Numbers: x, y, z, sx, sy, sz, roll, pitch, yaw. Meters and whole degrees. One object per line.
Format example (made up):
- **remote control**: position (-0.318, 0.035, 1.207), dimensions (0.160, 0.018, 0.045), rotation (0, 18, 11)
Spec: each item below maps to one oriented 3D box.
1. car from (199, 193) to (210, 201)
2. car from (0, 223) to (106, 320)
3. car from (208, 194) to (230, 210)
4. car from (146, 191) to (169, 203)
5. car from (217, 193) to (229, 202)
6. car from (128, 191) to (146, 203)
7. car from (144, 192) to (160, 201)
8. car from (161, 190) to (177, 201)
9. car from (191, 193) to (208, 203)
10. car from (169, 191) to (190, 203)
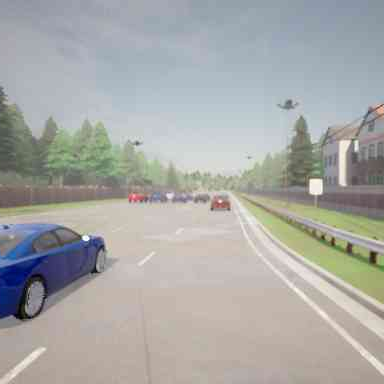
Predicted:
- **car**: position (2.533, 1.009, 64.984), dimensions (1.837, 1.490, 4.892), rotation (0, 0, 6)
- **car**: position (-3.494, 1.415, 7.269), dimensions (1.882, 1.535, 5.008), rotation (0, 0, 6)
- **car**: position (3.217, 1.067, 37.317), dimensions (2.097, 1.767, 4.553), rotation (0, 0, 6)
- **car**: position (-5.524, 0.784, 55.389), dimensions (2.150, 2.045, 5.566), rotation (0, 0, 6)
- **car**: position (5.663, 1.031, 60.366), dimensions (2.128, 1.511, 4.902), rotation (0, 0, 6)
- **car**: position (-9.005, 0.775, 55.759), dimensions (2.150, 2.045, 5.566), rotation (0, 0, 6)
- **car**: position (-7.911, 0.841, 66.062), dimensions (2.097, 1.767, 4.553), rotation (0, 0, 6)
- **car**: position (-4.424, 0.732, 65.751), dimensions (2.150, 2.045, 5.566), rotation (0, 0, 6)
- **car**: position (1.433, 1.083, 54.623), dimensions (1.837, 1.490, 4.892), rotation (0, 0, 6)
- **car**: position (-2.006, 0.919, 55.376), dimensions (2.097, 1.767, 4.553), rotation (0, 0, 6)
